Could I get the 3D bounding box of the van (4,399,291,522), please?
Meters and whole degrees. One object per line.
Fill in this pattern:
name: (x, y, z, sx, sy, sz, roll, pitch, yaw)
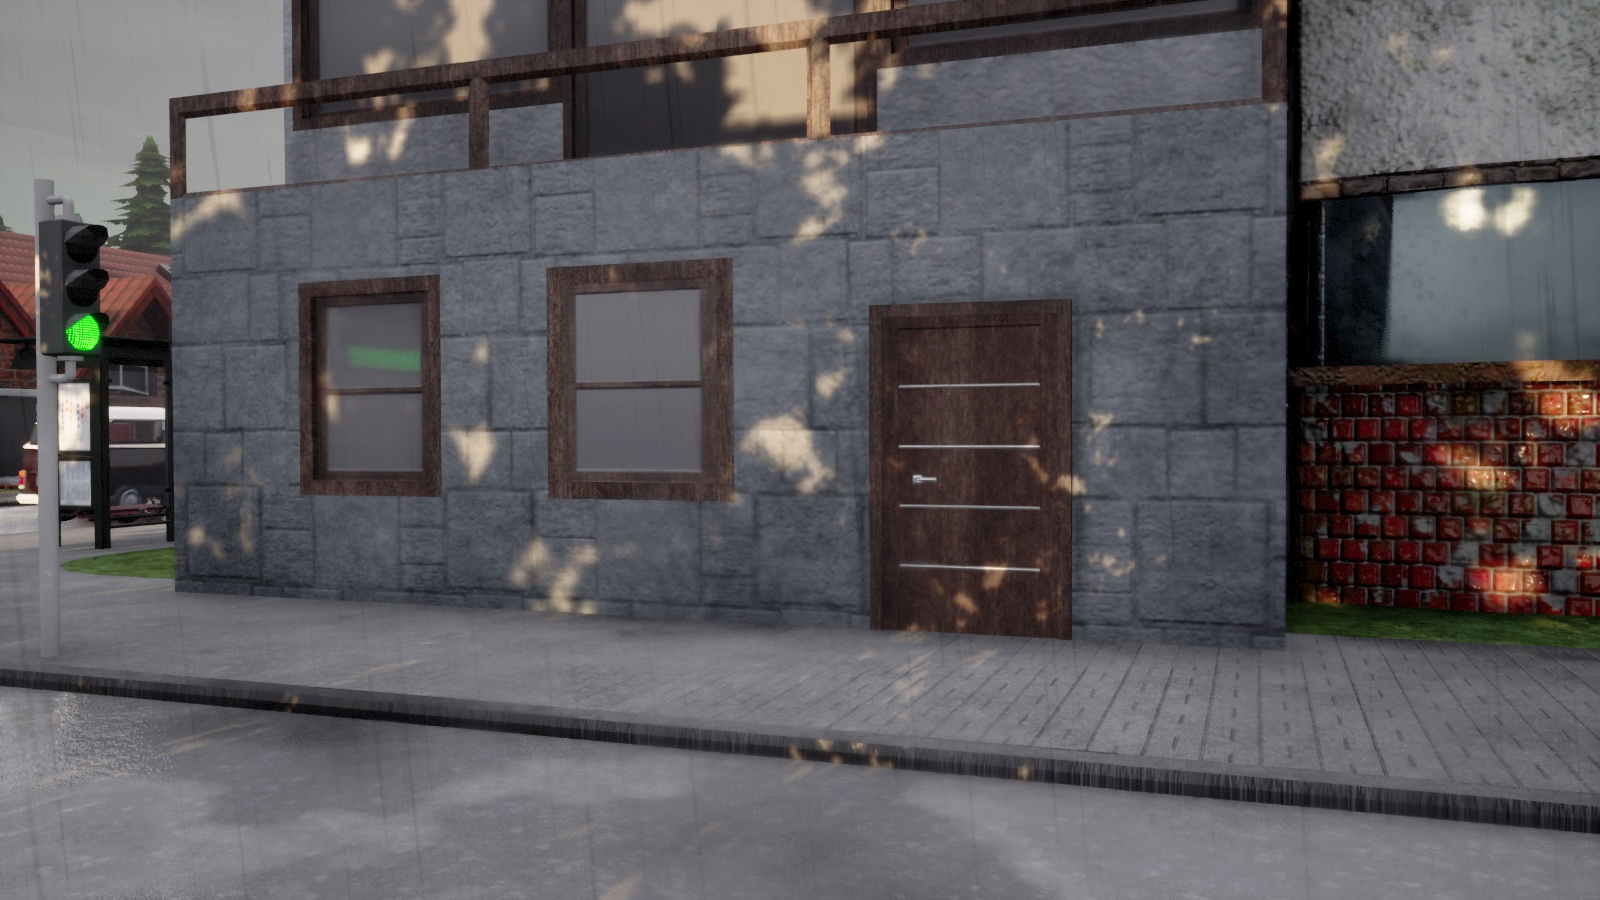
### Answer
van: (-11.893, 0.133, 23.266, 2.069, 2.038, 4.480, 1, 1, 20)
